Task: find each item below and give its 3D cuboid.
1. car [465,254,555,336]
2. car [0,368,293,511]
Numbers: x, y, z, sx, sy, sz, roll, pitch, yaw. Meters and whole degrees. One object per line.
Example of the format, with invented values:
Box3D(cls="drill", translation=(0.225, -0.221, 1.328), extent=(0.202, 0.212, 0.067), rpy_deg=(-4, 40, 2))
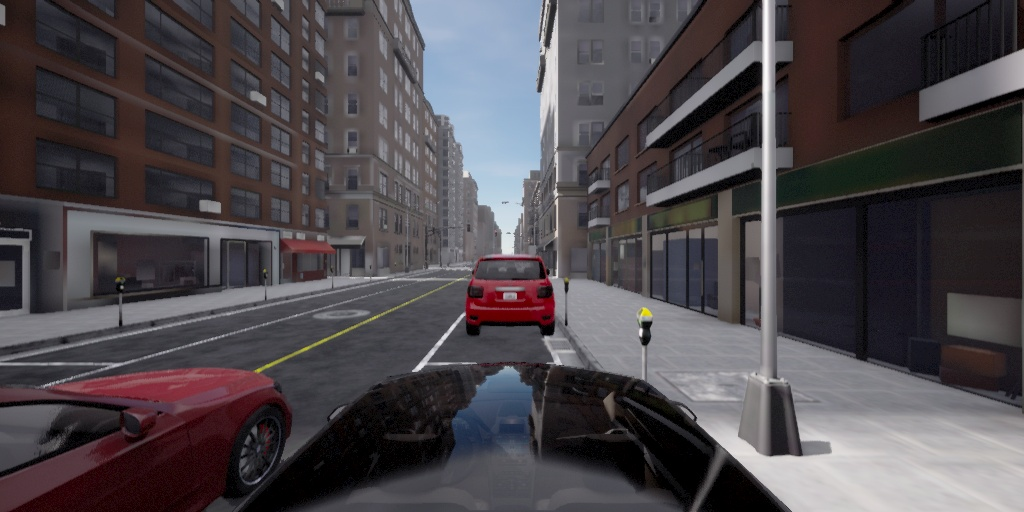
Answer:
Box3D(cls="car", translation=(-0.039, 0.969, 10.530), extent=(2.150, 2.045, 5.566), rpy_deg=(0, 0, 0))
Box3D(cls="car", translation=(-3.020, 1.269, 1.499), extent=(1.812, 1.442, 4.674), rpy_deg=(0, 0, 0))
